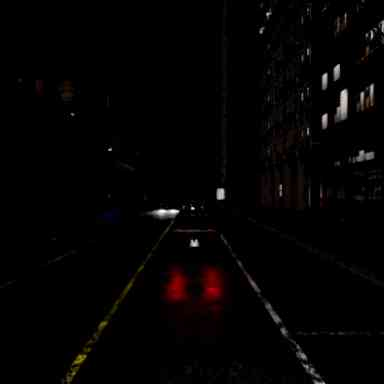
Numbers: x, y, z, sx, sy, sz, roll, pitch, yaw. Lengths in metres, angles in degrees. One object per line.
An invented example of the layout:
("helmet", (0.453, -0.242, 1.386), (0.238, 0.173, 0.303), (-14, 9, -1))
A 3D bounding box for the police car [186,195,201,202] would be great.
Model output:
("police car", (0.223, 1.452, 77.459), (1.930, 1.638, 5.238), (0, 0, -18))

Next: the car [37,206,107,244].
("car", (-5.696, 1.567, 15.825), (1.947, 1.339, 4.313), (0, 0, 0))

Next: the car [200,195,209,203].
("car", (2.667, 1.463, 72.313), (1.967, 1.590, 4.097), (0, 0, 0))

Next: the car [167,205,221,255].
("car", (0.080, 1.492, 13.254), (2.128, 1.511, 4.902), (0, 0, 0))

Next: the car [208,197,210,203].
("car", (2.668, 1.545, 66.835), (1.752, 1.417, 4.829), (0, 0, 0))

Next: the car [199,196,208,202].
("car", (2.664, 1.578, 77.962), (2.008, 1.369, 4.403), (0, 0, 0))

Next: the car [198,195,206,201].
("car", (2.661, 1.604, 89.259), (1.947, 1.339, 4.313), (0, 0, 0))

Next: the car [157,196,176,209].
("car", (-3.104, 1.606, 44.228), (1.895, 1.301, 4.718), (0, 0, 0))

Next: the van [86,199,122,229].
("van", (-5.697, 1.342, 21.474), (1.690, 1.788, 3.998), (0, 0, 0))

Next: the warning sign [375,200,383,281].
("warning sign", (5.065, 1.115, 7.472), (1.300, 1.860, 1.060), (0, 0, 0))

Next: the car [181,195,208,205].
("car", (0.076, 1.353, 29.438), (2.097, 1.767, 4.553), (0, 0, 0))

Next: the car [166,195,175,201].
("car", (-5.720, 1.605, 89.256), (1.947, 1.339, 4.313), (0, 0, 0))

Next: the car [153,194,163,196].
("car", (-5.709, 1.328, 55.365), (2.192, 1.841, 5.009), (0, 0, 0))

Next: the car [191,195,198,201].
("car", (0.753, 1.542, 87.491), (1.837, 1.490, 4.892), (0, 0, 1))

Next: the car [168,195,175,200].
("car", (-5.722, 1.570, 94.735), (1.752, 1.417, 4.829), (0, 0, 0))

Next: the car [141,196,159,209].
("car", (-5.705, 1.587, 44.068), (1.802, 1.307, 4.206), (0, 0, 0))
